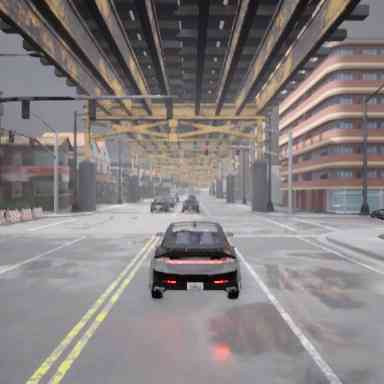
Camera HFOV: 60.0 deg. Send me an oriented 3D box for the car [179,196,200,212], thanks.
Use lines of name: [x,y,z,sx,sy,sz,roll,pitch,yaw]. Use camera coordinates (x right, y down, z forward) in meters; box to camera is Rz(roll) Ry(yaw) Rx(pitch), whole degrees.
car: [-0.104,1.507,38.067,1.812,1.442,4.674,0,0,2]

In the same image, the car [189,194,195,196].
car: [-0.035,1.310,78.388,1.837,1.490,4.892,0,1,0]

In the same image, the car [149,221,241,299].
car: [0.070,1.487,8.434,2.128,1.511,4.902,0,0,0]

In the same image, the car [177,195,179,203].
car: [-3.609,1.487,56.950,1.812,1.442,4.674,0,0,0]

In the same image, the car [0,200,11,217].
car: [-16.822,1.282,25.888,4.536,1.218,1.853,0,0,-20]

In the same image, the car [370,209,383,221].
car: [16.635,1.535,25.354,5.357,1.411,2.033,0,0,0]

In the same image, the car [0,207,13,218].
car: [-16.773,1.440,25.906,4.974,1.542,2.038,0,0,-20]

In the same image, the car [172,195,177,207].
car: [-3.614,1.327,47.065,2.097,1.767,4.553,0,0,0]

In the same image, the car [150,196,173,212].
car: [-3.613,1.473,37.902,2.128,1.511,4.902,0,0,0]
